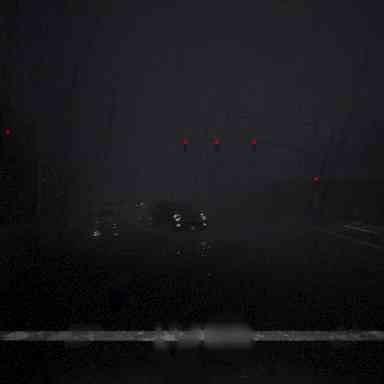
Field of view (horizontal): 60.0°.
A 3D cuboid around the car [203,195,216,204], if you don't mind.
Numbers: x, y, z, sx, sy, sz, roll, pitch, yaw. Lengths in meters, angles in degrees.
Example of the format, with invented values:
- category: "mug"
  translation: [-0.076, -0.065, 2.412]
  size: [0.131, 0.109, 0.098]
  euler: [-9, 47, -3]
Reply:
- category: "car"
  translation: [3.610, 1.547, 64.194]
  size: [2.033, 1.411, 5.357]
  euler: [0, 0, 0]

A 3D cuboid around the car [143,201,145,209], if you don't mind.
- category: "car"
  translation: [-3.595, 1.564, 34.927]
  size: [1.994, 1.385, 4.181]
  euler: [0, 0, 0]

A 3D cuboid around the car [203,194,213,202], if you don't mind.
- category: "car"
  translation: [3.508, 1.355, 74.416]
  size: [2.097, 1.767, 4.553]
  euler: [0, 0, 0]

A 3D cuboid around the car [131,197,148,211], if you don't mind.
- category: "car"
  translation: [-7.096, 1.505, 41.685]
  size: [1.837, 1.490, 4.892]
  euler: [0, 0, 0]

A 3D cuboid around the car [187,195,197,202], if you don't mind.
- category: "car"
  translation: [0.005, 1.413, 73.837]
  size: [1.994, 1.385, 4.181]
  euler: [0, 0, 0]

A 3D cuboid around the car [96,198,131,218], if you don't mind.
- category: "car"
  translation: [-7.098, 1.478, 29.853]
  size: [1.882, 1.535, 5.008]
  euler: [0, 0, 0]

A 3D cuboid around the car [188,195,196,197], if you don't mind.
- category: "car"
  translation: [0.005, 1.505, 63.727]
  size: [1.837, 1.490, 4.892]
  euler: [0, 0, 0]

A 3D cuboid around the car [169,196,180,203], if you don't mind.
- category: "car"
  translation: [-3.501, 1.547, 68.260]
  size: [2.033, 1.411, 5.357]
  euler: [0, 0, 0]

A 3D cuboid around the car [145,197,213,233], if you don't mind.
- category: "car"
  translation: [-0.934, 1.382, 20.107]
  size: [2.097, 1.767, 4.553]
  euler: [0, 0, -27]
